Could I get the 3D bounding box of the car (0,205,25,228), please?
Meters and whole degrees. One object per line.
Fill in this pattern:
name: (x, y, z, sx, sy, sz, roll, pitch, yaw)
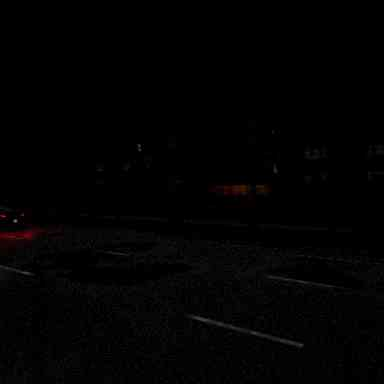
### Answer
car: (-12.644, 1.593, 21.609, 4.674, 1.442, 1.812, 0, 0, 36)
